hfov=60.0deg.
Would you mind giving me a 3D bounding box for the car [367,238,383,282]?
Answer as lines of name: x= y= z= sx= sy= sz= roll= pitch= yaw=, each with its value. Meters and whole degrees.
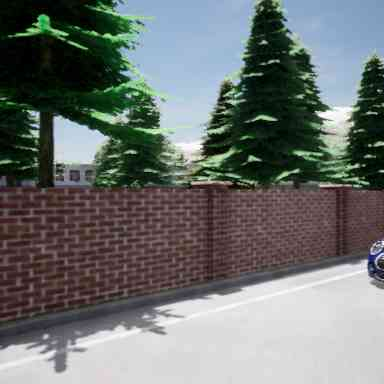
car: x=6.527 y=1.367 z=8.574 sx=4.553 sy=1.767 sz=2.097 roll=0 pitch=0 yaw=-35
